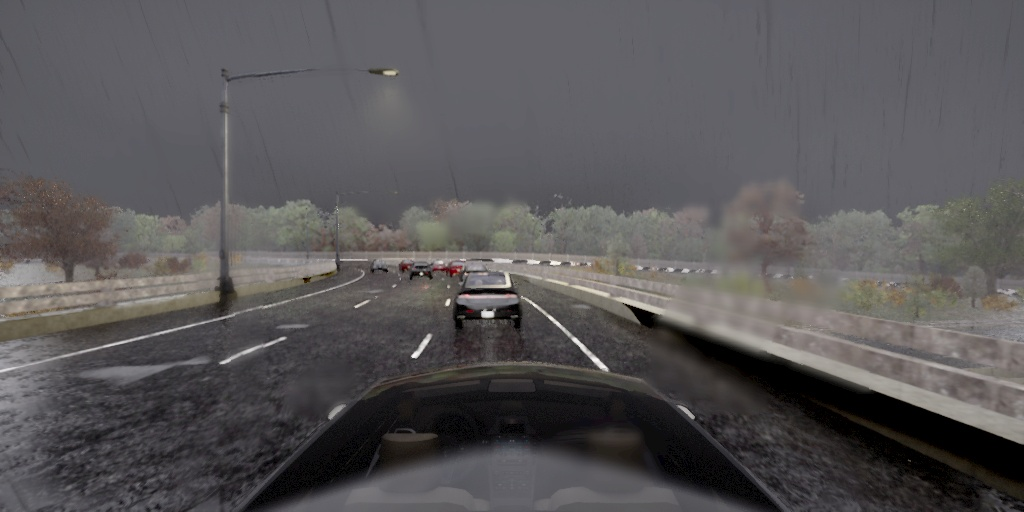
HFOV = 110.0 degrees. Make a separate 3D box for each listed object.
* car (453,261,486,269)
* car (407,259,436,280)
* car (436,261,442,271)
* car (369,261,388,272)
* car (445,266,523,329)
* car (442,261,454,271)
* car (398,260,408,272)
[{"bbox_3d":[-2.401,1.217,22.656,2.128,1.511,4.902,0,0,-10],"label":"car"},{"bbox_3d":[-8.032,1.223,31.482,1.837,1.490,4.892,0,-1,-16],"label":"car"},{"bbox_3d":[-9.535,1.268,45.751,1.994,1.385,4.181,0,0,-23],"label":"car"},{"bbox_3d":[-16.543,1.262,44.441,2.033,1.411,5.357,0,0,-25],"label":"car"},{"bbox_3d":[-0.717,1.228,11.248,2.128,1.511,4.902,0,0,-3],"label":"car"},{"bbox_3d":[-5.223,1.191,34.230,1.882,1.535,5.008,0,0,-17],"label":"car"},{"bbox_3d":[-13.256,1.186,45.547,1.882,1.535,5.008,0,0,-24],"label":"car"}]
